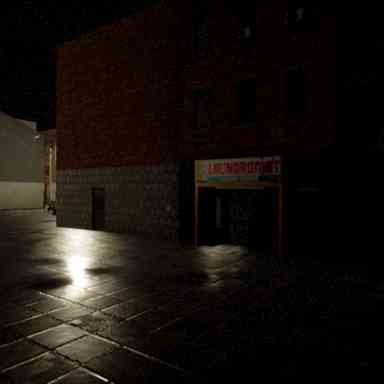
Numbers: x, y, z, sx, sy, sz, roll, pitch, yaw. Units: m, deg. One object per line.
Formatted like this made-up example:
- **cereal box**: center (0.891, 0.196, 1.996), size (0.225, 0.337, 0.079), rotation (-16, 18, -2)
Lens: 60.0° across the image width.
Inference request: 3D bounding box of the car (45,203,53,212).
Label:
- **car**: center (-14.487, 1.518, 38.351), size (2.128, 1.511, 4.902), rotation (0, 0, 36)
